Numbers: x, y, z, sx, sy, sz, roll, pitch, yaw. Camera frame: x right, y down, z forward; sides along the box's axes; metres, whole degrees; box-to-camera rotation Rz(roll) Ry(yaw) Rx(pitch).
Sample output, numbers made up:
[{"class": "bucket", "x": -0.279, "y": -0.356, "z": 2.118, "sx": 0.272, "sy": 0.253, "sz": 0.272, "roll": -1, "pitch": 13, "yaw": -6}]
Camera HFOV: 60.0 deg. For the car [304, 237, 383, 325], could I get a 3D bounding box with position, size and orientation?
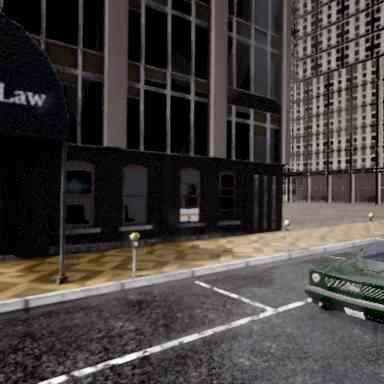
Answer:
[{"class": "car", "x": 4.321, "y": 1.566, "z": 6.460, "sx": 4.718, "sy": 1.301, "sz": 1.895, "roll": 0, "pitch": 0, "yaw": -35}]
